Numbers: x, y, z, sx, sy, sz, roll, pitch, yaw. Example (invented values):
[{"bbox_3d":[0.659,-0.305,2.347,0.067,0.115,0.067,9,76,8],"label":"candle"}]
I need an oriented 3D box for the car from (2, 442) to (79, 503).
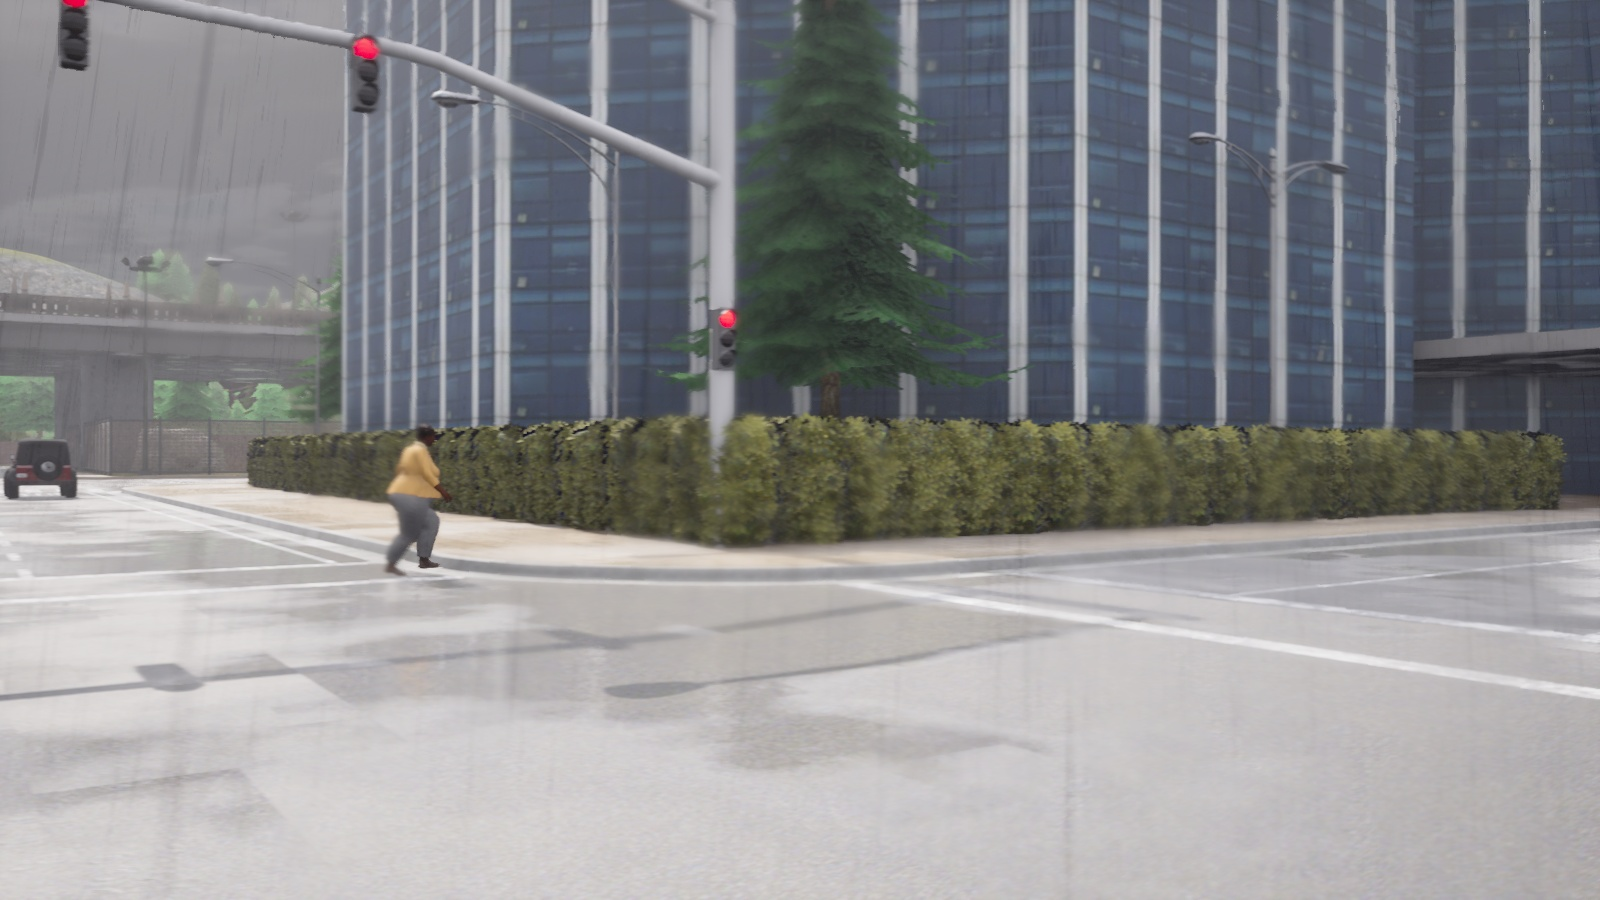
[{"bbox_3d":[-24.605,0.692,40.619,1.905,1.878,3.866,0,0,-34],"label":"car"}]

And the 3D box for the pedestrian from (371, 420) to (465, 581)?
[{"bbox_3d":[-4.593,0.586,15.061,0.900,1.855,0.874,0,0,-30],"label":"pedestrian"}]
